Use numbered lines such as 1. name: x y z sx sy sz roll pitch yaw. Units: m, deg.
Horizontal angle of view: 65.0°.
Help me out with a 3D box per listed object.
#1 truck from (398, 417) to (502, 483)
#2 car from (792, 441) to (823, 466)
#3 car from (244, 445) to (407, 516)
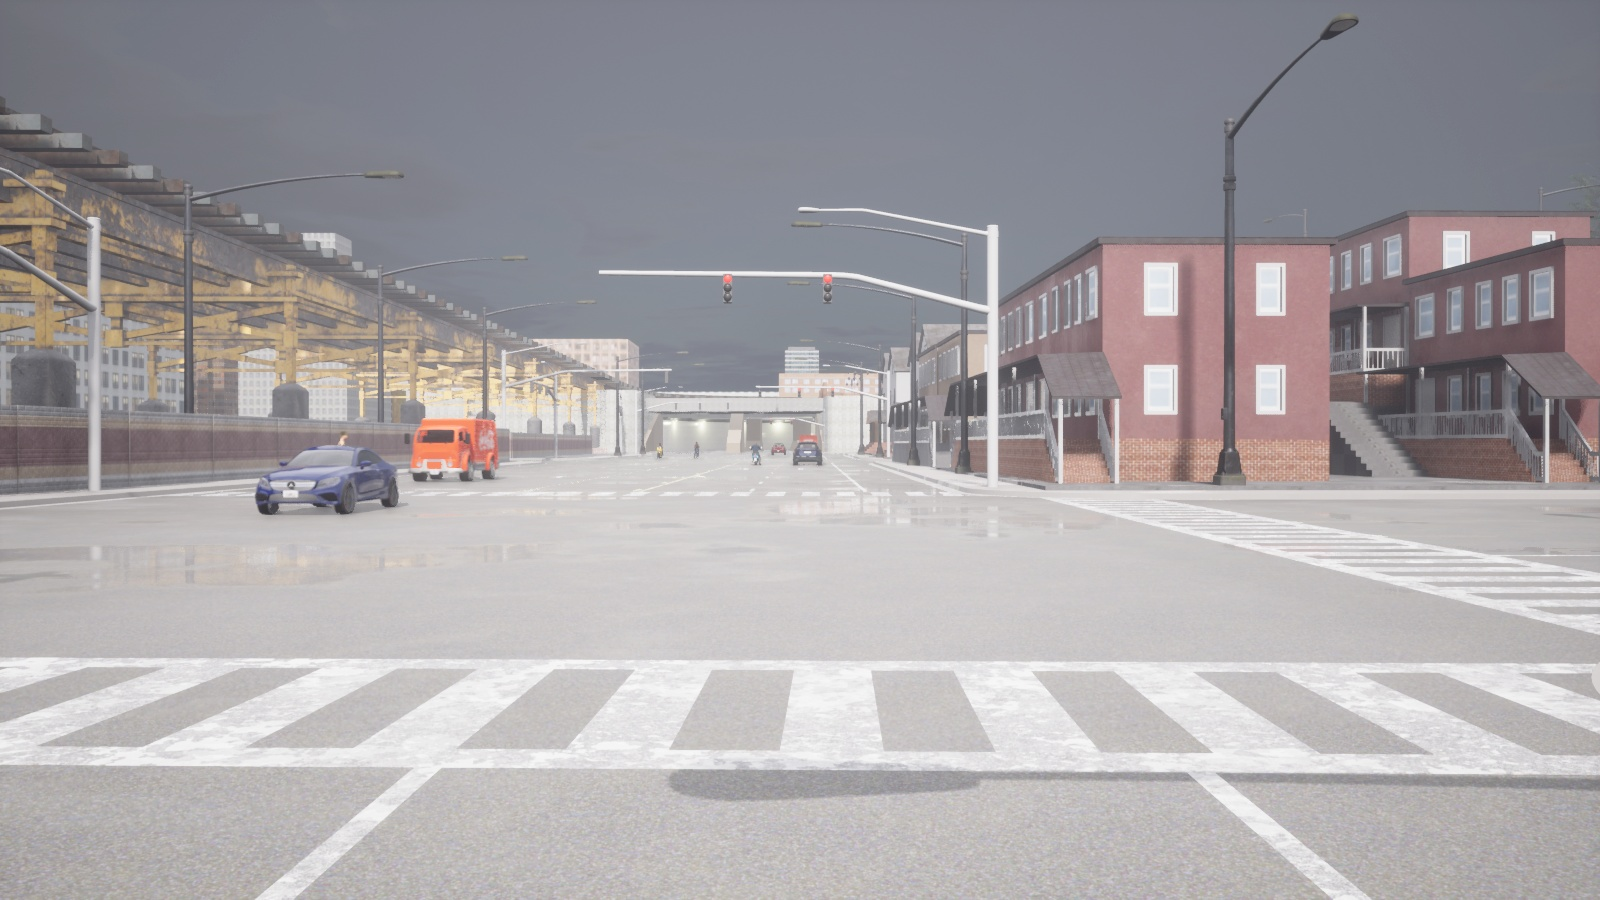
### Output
1. truck: -13.691 -0.031 49.553 2.627 2.467 5.204 0 0 0
2. car: 0.515 0.201 84.301 2.033 1.649 4.856 0 0 0
3. car: -10.320 0.607 27.726 1.812 1.442 4.674 0 0 0
